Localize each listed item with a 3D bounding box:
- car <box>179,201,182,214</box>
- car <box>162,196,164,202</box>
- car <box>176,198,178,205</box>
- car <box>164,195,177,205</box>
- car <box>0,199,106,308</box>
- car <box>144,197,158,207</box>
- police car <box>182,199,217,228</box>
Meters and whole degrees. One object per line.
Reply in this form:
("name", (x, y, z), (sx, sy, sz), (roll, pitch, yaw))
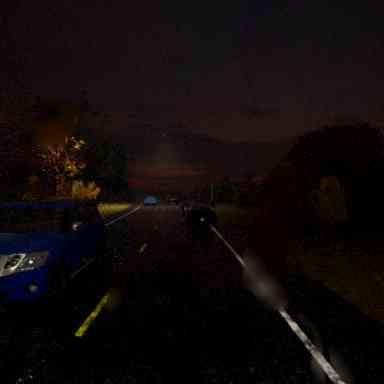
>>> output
("car", (-0.055, 1.461, 32.179), (1.882, 1.535, 5.008), (0, 0, -4))
("car", (-5.467, 1.360, 72.973), (2.128, 1.511, 4.902), (0, 0, -9))
("car", (-0.493, 1.500, 38.197), (1.812, 1.442, 4.674), (0, 0, -4))
("car", (-3.378, 1.465, 57.221), (1.837, 1.490, 4.892), (0, 0, -7))
("car", (-3.711, 1.222, 8.267), (2.150, 2.045, 5.566), (0, 0, -1))
("car", (-6.351, 1.447, 51.135), (1.882, 1.535, 5.008), (0, 0, -6))
("police car", (0.508, 1.416, 22.249), (1.930, 1.638, 5.238), (0, 0, -3))
